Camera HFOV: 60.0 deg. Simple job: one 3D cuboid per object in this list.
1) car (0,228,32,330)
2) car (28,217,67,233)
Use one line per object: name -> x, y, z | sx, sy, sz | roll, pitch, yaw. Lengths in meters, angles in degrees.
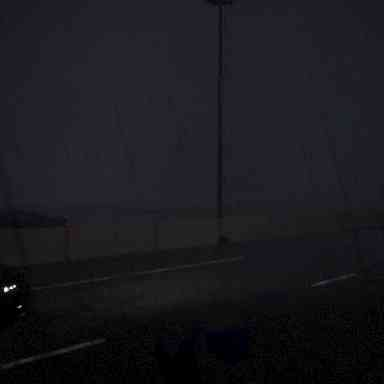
car -> -4.920, 1.485, 4.541 | 4.902, 1.511, 2.128 | 0, 0, -35
car -> -8.394, 1.552, 15.198 | 5.357, 1.411, 2.033 | 0, 0, -35
